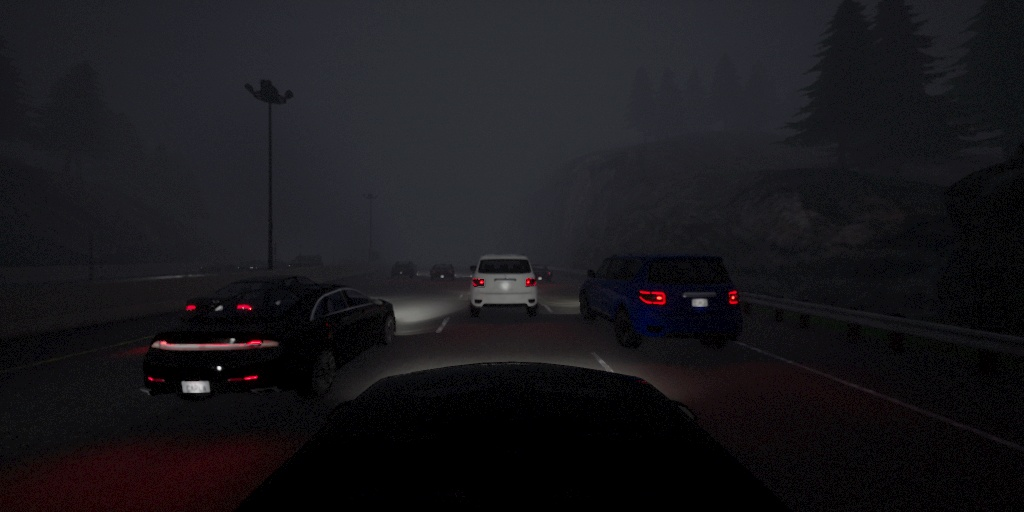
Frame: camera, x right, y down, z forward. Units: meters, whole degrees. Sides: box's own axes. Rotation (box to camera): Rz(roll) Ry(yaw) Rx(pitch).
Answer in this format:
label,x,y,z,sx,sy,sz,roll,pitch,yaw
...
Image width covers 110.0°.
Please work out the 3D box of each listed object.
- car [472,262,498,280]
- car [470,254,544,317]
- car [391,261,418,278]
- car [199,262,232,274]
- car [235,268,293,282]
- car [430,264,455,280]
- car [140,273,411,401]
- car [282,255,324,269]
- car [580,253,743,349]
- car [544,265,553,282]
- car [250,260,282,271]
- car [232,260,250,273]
label,x,y,z,sx,sy,sz,roll,pitch,yaw
car,-2.411,1.241,31.056,1.994,1.385,4.181,0,0,-9
car,-0.375,0.942,13.300,2.150,2.045,5.566,0,0,-4
car,-9.750,1.180,32.602,2.128,1.511,4.902,0,0,-10
car,-33.033,1.318,40.543,1.895,1.301,4.718,0,0,-14
car,-7.231,1.288,11.103,2.033,1.411,5.357,0,0,-3
car,-5.758,1.288,30.057,1.895,1.301,4.718,0,0,-9
car,-3.569,1.237,6.412,2.128,1.511,4.902,0,0,-1
car,-21.618,0.922,37.754,2.150,2.045,5.566,0,0,-12
car,3.344,0.944,9.281,2.150,2.045,5.566,0,0,-2
car,1.687,1.279,27.502,1.895,1.301,4.718,0,0,-8
car,-25.307,1.185,38.148,1.882,1.535,5.008,0,0,-13
car,-29.608,1.215,41.218,1.837,1.490,4.892,0,0,-14
